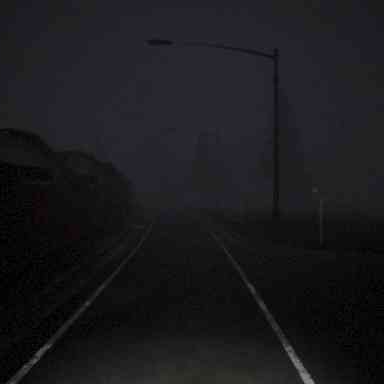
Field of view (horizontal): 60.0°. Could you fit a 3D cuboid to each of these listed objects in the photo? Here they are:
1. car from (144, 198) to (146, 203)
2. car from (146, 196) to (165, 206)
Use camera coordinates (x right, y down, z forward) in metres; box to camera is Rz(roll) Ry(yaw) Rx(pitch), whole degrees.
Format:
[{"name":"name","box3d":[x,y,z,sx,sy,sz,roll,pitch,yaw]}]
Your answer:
[{"name":"car","box3d":[-8.148,1.534,63.923,1.812,1.442,4.674,0,0,-16]},{"name":"car","box3d":[-5.693,1.357,54.069,2.097,1.767,4.553,0,0,-14]}]
